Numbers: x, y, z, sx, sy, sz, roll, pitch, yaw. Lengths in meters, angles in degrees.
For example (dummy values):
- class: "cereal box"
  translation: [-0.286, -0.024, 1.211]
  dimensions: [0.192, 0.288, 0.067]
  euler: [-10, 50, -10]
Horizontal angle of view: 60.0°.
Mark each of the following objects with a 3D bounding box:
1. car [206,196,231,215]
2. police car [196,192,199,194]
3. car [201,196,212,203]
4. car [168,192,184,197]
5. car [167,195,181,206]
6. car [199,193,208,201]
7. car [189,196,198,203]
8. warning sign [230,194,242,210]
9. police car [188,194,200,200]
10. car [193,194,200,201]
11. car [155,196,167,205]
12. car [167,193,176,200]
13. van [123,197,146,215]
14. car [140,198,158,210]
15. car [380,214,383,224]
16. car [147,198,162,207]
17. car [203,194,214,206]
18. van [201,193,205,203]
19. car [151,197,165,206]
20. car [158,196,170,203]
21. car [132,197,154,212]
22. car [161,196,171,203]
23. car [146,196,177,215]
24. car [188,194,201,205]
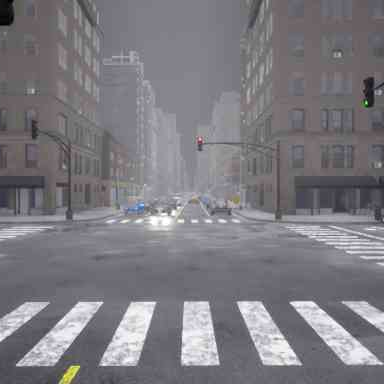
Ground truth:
- class: "car"
  translation: [2.778, 1.442, 33.331]
  dimensions: [1.967, 1.590, 4.097]
  euler: [0, 0, 0]
- class: "police car"
  translation: [1.065, 1.421, 79.427]
  dimensions: [1.930, 1.638, 5.238]
  euler: [0, 0, -1]
- class: "car"
  translation: [2.895, 1.551, 67.346]
  dimensions: [2.008, 1.369, 4.403]
  euler: [0, 0, 0]
- class: "car"
  translation: [-2.903, 1.224, 54.473]
  dimensions: [2.150, 2.045, 5.566]
  euler: [0, 0, 0]
- class: "car"
  translation: [-2.952, 1.494, 43.743]
  dimensions: [2.128, 1.511, 4.902]
  euler: [0, 0, 0]
- class: "car"
  translation: [2.952, 1.309, 84.354]
  dimensions: [2.192, 1.841, 5.009]
  euler: [0, 0, 0]
- class: "car"
  translation: [0.293, 1.601, 69.719]
  dimensions: [1.895, 1.301, 4.718]
  euler: [0, 0, 1]
- class: "warning sign"
  translation: [5.200, 1.118, 39.317]
  dimensions: [1.300, 1.860, 1.060]
  euler: [0, 0, 0]
- class: "police car"
  translation: [0.596, 1.414, 95.351]
  dimensions: [1.930, 1.638, 5.238]
  euler: [0, 0, -16]
- class: "car"
  translation: [1.090, 1.448, 89.522]
  dimensions: [1.801, 1.575, 5.366]
  euler: [0, 0, 0]
- class: "car"
  translation: [-5.651, 1.527, 61.529]
  dimensions: [1.752, 1.417, 4.829]
  euler: [0, 0, 0]
- class: "car"
  translation: [-5.554, 1.306, 90.041]
  dimensions: [2.192, 1.841, 5.009]
  euler: [0, 0, 0]
- class: "van"
  translation: [-5.747, 1.343, 33.358]
  dimensions: [1.690, 1.788, 3.998]
  euler: [0, 0, 0]
- class: "car"
  translation: [-5.708, 1.569, 44.694]
  dimensions: [1.947, 1.339, 4.313]
  euler: [0, 0, 0]
- class: "car"
  translation: [14.356, 1.520, 20.678]
  dimensions: [4.892, 1.490, 1.837]
  euler: [0, 0, 0]
- class: "car"
  translation: [-5.689, 1.585, 50.363]
  dimensions: [1.802, 1.307, 4.206]
  euler: [0, 0, 0]
- class: "car"
  translation: [2.817, 1.443, 44.669]
  dimensions: [1.967, 1.590, 4.097]
  euler: [0, 0, 0]
- class: "van"
  translation: [2.855, 1.344, 56.007]
  dimensions: [1.690, 1.788, 3.998]
  euler: [0, 0, 0]
- class: "car"
  translation: [-5.670, 1.568, 56.031]
  dimensions: [1.947, 1.339, 4.313]
  euler: [0, 0, 0]
- class: "car"
  translation: [-5.631, 1.566, 67.367]
  dimensions: [1.947, 1.339, 4.313]
  euler: [0, 0, 0]
- class: "car"
  translation: [-5.728, 1.443, 39.026]
  dimensions: [1.967, 1.590, 4.097]
  euler: [0, 0, 0]
- class: "car"
  translation: [-5.612, 1.543, 73.035]
  dimensions: [1.887, 1.381, 4.507]
  euler: [0, 0, 0]
- class: "car"
  translation: [-2.992, 1.493, 33.498]
  dimensions: [2.128, 1.511, 4.902]
  euler: [0, 0, 0]
- class: "car"
  translation: [0.302, 1.528, 59.473]
  dimensions: [1.812, 1.442, 4.674]
  euler: [0, 0, 1]
